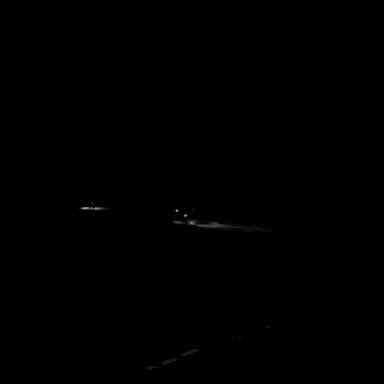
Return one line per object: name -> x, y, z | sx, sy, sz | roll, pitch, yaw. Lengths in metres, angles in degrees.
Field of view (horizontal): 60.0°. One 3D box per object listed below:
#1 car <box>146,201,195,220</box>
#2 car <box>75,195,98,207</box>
car -> -1.746, 1.432, 26.426 | 1.895, 1.301, 4.718 | 0, 0, -35
car -> -13.868, 1.192, 43.579 | 1.837, 1.490, 4.892 | 0, 0, -35
